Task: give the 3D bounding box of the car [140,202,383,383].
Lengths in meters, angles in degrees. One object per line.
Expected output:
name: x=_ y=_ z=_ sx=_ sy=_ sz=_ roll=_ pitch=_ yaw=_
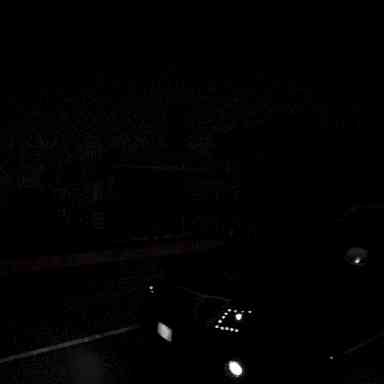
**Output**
car: x=1.983 y=1.216 z=5.272 sx=5.566 sy=2.045 sz=2.150 roll=0 pitch=0 yaw=-34
